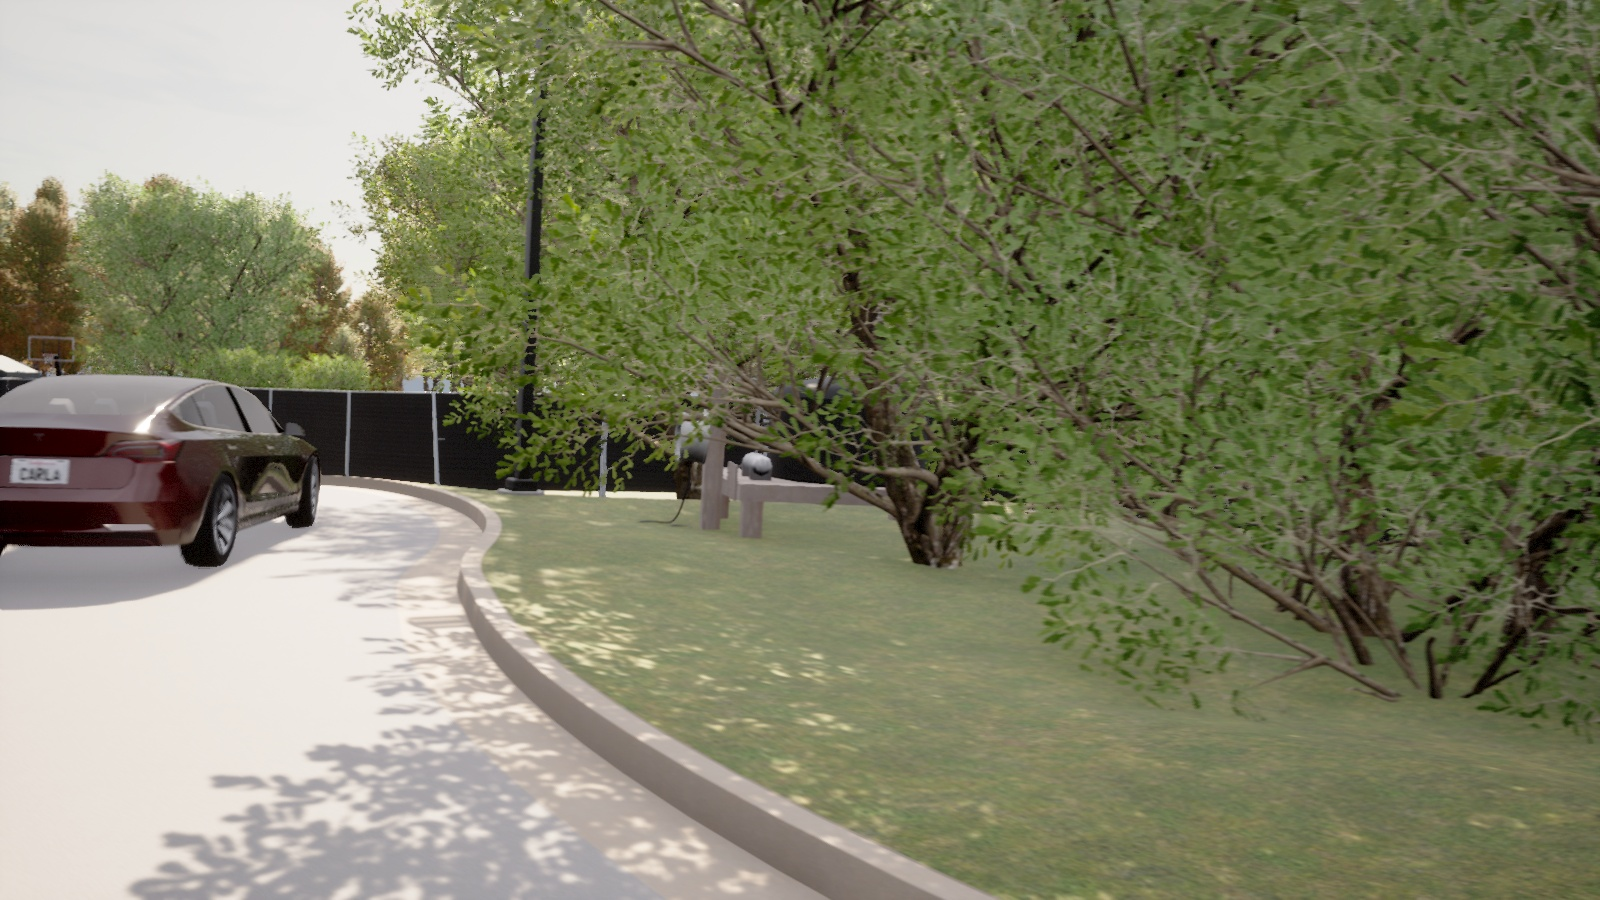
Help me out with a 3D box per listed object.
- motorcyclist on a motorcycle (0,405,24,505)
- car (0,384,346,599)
[{"bbox_3d":[-14.300,0.100,21.162,2.350,1.649,0.766,-1,2,22],"label":"motorcyclist on a motorcycle"},{"bbox_3d":[-5.621,0.195,11.066,2.163,1.488,4.792,0,2,-9],"label":"car"}]
